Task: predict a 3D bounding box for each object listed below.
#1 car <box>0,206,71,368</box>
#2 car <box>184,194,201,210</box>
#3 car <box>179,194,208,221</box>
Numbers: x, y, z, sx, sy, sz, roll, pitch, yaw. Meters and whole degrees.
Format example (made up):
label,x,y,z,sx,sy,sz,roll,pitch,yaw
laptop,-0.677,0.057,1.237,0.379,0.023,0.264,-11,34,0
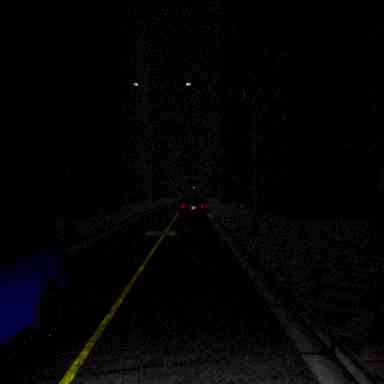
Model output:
label,x,y,z,sx,sy,sz,roll,pitch,yaw
car,-3.096,1.226,3.353,2.150,2.045,5.566,0,0,0
car,0.123,1.306,46.096,2.150,2.045,5.566,0,0,1
car,0.105,1.255,27.295,2.150,2.045,5.566,0,0,0
